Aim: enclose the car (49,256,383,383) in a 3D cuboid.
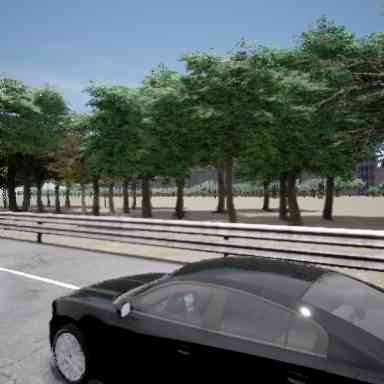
[{"bbox_3d":[0.411,1.493,3.703,5.008,1.535,1.882,0,0,36],"label":"car"}]
